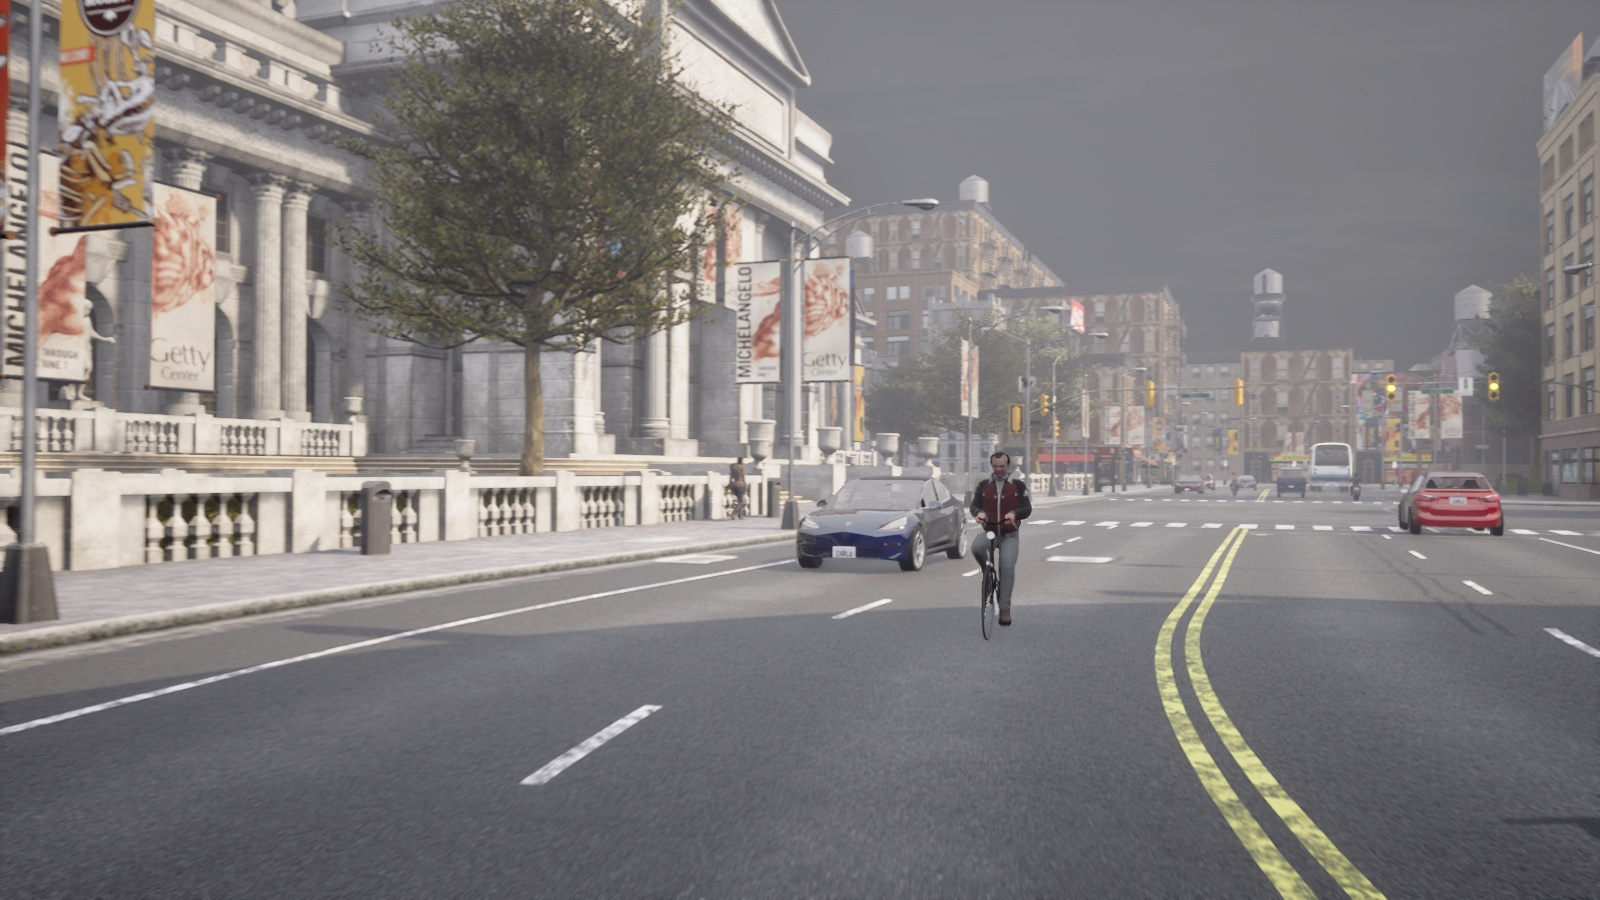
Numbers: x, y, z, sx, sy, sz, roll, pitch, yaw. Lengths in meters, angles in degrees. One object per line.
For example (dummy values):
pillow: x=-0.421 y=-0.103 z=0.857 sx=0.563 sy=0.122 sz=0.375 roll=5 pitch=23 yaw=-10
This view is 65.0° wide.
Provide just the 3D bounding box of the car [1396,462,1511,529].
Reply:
car: x=17.601 y=1.181 z=34.040 sx=2.242 sy=1.667 sz=4.611 roll=-1 pitch=-1 yaw=21

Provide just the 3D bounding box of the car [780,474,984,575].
car: x=1.544 y=1.170 z=21.377 sx=2.163 sy=1.488 sz=4.792 roll=-1 pitch=-1 yaw=21

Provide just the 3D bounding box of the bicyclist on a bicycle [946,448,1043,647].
bicyclist on a bicycle: x=1.920 y=0.885 z=12.198 sx=0.659 sy=1.776 sz=1.843 roll=0 pitch=-1 yaw=17

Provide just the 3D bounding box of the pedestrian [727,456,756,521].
pedestrian: x=-1.638 y=1.072 z=35.432 sx=0.328 sy=1.805 sz=0.869 roll=-1 pitch=-1 yaw=38

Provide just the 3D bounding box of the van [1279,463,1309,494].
van: x=32.244 y=1.854 z=82.052 sx=1.775 sy=1.987 sz=4.442 roll=-1 pitch=-1 yaw=21
